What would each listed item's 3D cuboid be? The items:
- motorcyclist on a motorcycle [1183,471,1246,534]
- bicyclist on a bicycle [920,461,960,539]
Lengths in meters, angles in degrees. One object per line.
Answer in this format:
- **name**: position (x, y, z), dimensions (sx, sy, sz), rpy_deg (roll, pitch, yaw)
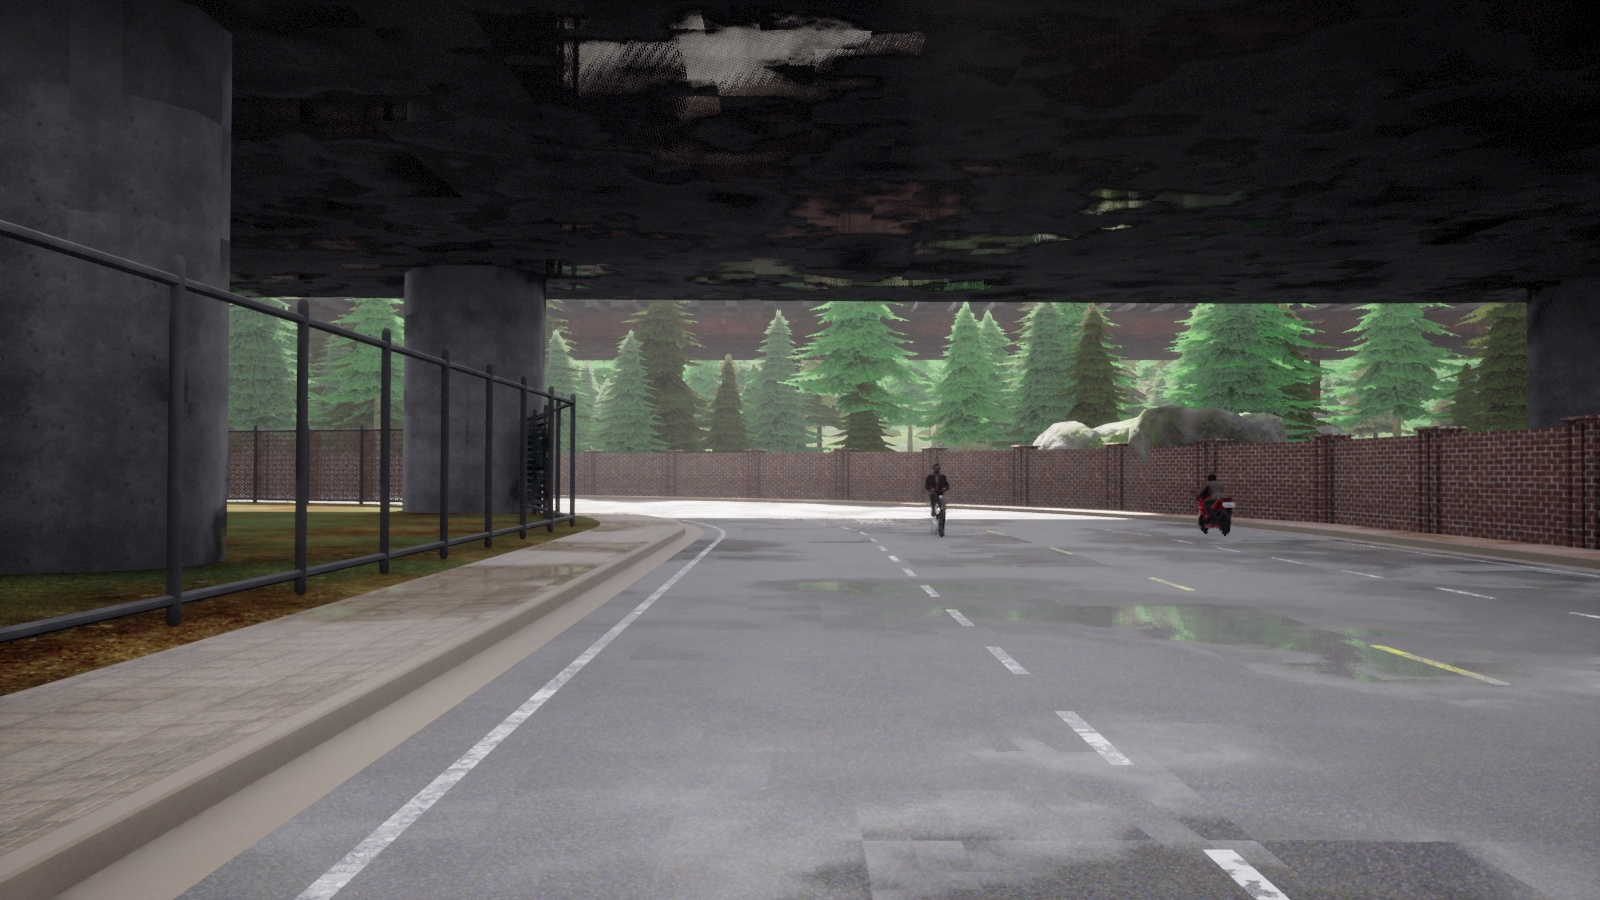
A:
- **motorcyclist on a motorcycle**: position (10.321, 1.281, 31.351), dimensions (0.797, 1.523, 2.044), rpy_deg (0, -1, -3)
- **bicyclist on a bicycle**: position (3.309, 1.172, 29.826), dimensions (0.659, 1.776, 1.843), rpy_deg (0, -1, -2)
